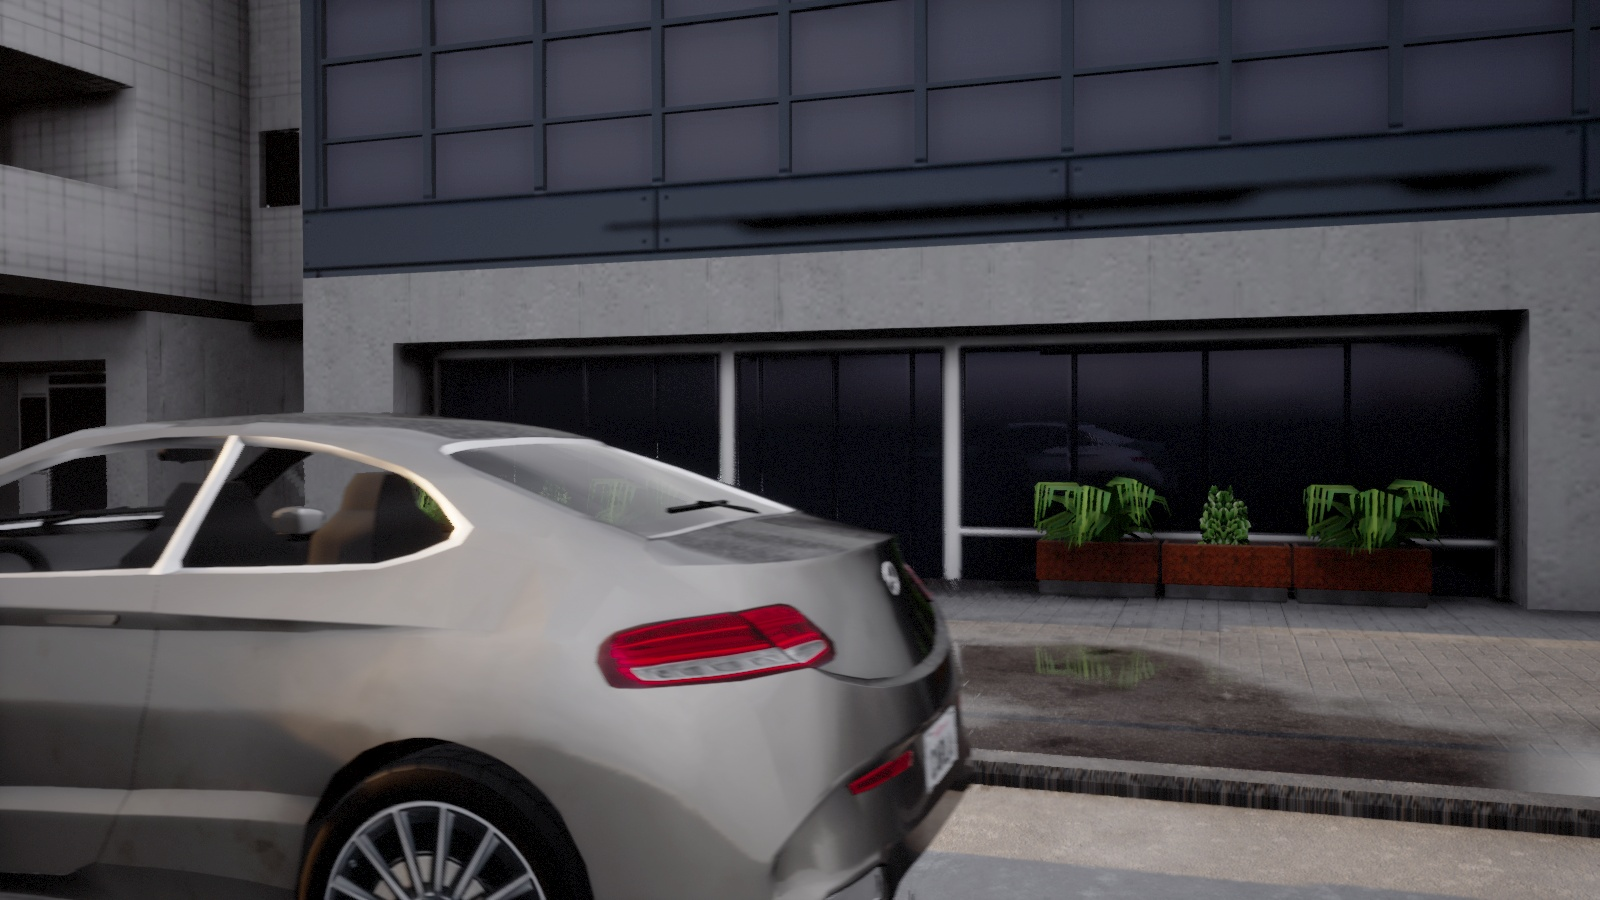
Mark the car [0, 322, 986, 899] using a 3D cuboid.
[{"bbox_3d":[-2.044,0.527,4.401,5.027,1.651,2.152,1,1,19],"label":"car"}]
